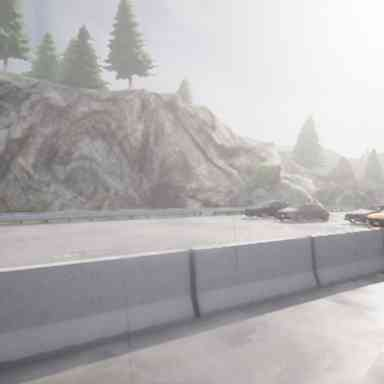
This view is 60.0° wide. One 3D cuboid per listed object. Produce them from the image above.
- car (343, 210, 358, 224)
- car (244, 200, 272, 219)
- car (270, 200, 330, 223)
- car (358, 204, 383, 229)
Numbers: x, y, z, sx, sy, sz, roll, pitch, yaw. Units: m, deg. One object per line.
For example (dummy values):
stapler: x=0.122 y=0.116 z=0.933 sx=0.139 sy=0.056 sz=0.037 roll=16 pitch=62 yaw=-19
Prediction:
car: x=13.304 y=1.545 z=23.721 sx=5.357 sy=1.411 sz=2.033 roll=0 pitch=0 yaw=-26
car: x=6.774 y=1.444 z=28.253 sx=5.008 sy=1.535 sz=1.882 roll=1 pitch=0 yaw=-27
car: x=8.361 y=1.543 z=25.134 sx=4.181 sy=1.385 sz=1.994 roll=0 pitch=0 yaw=-27
car: x=12.322 y=1.480 z=19.310 sx=5.008 sy=1.535 sz=1.882 roll=1 pitch=0 yaw=-27
